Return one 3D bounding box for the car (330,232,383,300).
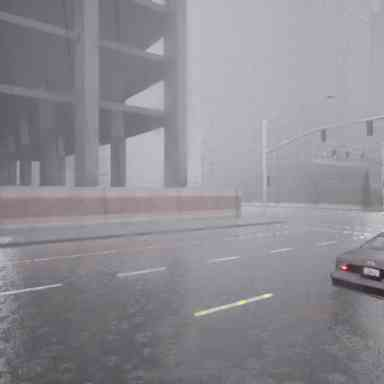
[{"bbox_3d":[5.392,1.533,7.641,5.357,1.411,2.033,0,0,-35],"label":"car"}]
